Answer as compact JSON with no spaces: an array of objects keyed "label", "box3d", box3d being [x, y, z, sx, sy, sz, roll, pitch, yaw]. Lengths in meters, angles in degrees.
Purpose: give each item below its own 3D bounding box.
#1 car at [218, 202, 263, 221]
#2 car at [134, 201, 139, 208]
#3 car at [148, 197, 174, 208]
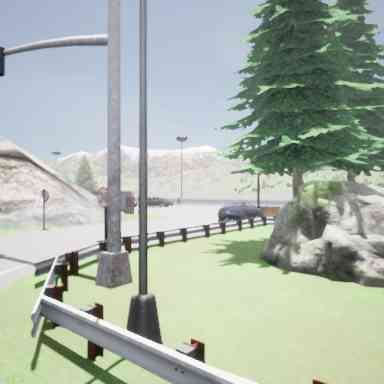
[{"label":"car","box3d":[3.600,1.415,24.079,1.994,1.385,4.181,0,-2,35]},{"label":"car","box3d":[-9.818,1.589,47.782,4.718,1.301,1.895,0,0,35]},{"label":"car","box3d":[-4.777,1.497,48.488,4.892,1.490,1.837,-1,0,35]}]
